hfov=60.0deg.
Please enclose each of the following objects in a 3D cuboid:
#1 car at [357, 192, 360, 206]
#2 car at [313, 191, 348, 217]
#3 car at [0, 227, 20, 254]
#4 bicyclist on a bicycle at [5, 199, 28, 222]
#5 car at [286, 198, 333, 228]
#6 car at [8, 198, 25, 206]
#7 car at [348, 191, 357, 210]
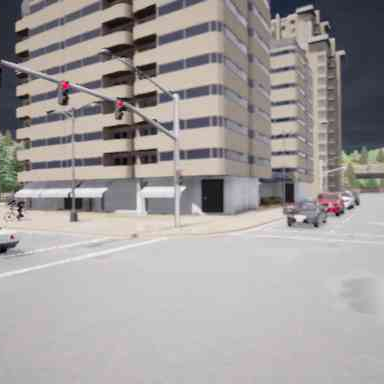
[{"bbox_3d":[22.990,0.869,48.219,2.150,2.045,5.566,-1,0,30],"label":"car"},{"bbox_3d":[12.326,1.033,29.940,2.150,2.045,5.566,-1,0,30],"label":"car"},{"bbox_3d":[-8.534,1.628,12.177,4.718,1.301,1.895,-1,0,30],"label":"car"},{"bbox_3d":[-12.833,1.342,24.351,0.582,1.620,1.656,-1,0,37],"label":"bicyclist on a bicycle"},{"bbox_3d":[7.536,1.377,21.655,2.128,1.511,4.902,-1,0,30],"label":"car"},{"bbox_3d":[-28.232,1.724,55.612,1.895,1.301,4.718,-1,0,15],"label":"car"},{"bbox_3d":[17.611,0.952,38.985,2.150,2.045,5.566,-1,0,31],"label":"car"}]
